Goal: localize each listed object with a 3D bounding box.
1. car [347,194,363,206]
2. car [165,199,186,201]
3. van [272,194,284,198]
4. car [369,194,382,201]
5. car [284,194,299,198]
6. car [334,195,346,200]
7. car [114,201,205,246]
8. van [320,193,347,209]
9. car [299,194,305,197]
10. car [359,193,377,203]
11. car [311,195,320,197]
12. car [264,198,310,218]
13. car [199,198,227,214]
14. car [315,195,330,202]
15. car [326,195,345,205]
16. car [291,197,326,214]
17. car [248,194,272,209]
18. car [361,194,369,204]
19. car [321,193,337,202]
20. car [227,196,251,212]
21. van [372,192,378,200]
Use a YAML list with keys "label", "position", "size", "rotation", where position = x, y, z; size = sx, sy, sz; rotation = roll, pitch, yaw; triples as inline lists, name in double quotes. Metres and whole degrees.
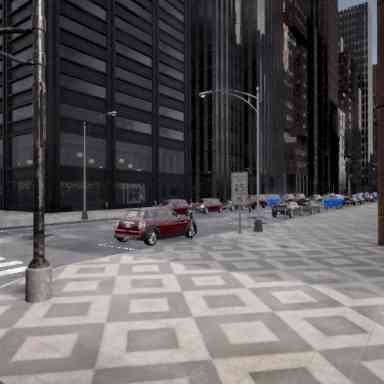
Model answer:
- label: "car"
  position: [24.704, 1.420, 51.646]
  size: [1.947, 1.339, 4.313]
  rotation: [0, 0, 36]
- label: "car"
  position: [-1.870, 1.396, 29.277]
  size: [1.967, 1.590, 4.097]
  rotation: [0, 0, 36]
- label: "van"
  position: [11.224, 1.247, 47.497]
  size: [1.690, 1.788, 3.998]
  rotation: [0, 0, 36]
- label: "car"
  position: [41.071, 1.247, 74.420]
  size: [1.967, 1.590, 4.097]
  rotation: [0, 0, 36]
- label: "car"
  position: [14.498, 1.210, 52.053]
  size: [2.192, 1.841, 5.009]
  rotation: [0, 0, 36]
- label: "car"
  position: [37.414, 1.396, 83.939]
  size: [1.947, 1.339, 4.313]
  rotation: [0, 0, 36]
- label: "car"
  position: [-1.483, 1.393, 15.208]
  size: [1.967, 1.590, 4.097]
  rotation: [0, 0, 36]
- label: "van"
  position: [18.157, 1.216, 42.536]
  size: [1.690, 1.788, 3.998]
  rotation: [0, 0, 36]
- label: "car"
  position: [17.771, 1.199, 56.607]
  size: [2.192, 1.841, 5.009]
  rotation: [0, 0, 36]
- label: "car"
  position: [34.525, 1.370, 65.311]
  size: [1.887, 1.381, 4.507]
  rotation: [0, 0, 36]
- label: "car"
  position: [24.319, 1.305, 65.719]
  size: [1.967, 1.590, 4.097]
  rotation: [0, 0, 36]
- label: "car"
  position: [8.337, 1.463, 28.872]
  size: [2.008, 1.369, 4.403]
  rotation: [0, 0, 36]
- label: "car"
  position: [1.404, 1.383, 33.832]
  size: [1.967, 1.590, 4.097]
  rotation: [0, 0, 36]
- label: "car"
  position: [27.593, 1.406, 70.274]
  size: [2.008, 1.369, 4.403]
  rotation: [0, 0, 36]
- label: "car"
  position: [23.805, 1.337, 54.958]
  size: [1.882, 1.535, 5.008]
  rotation: [0, 0, 35]
- label: "car"
  position: [11.611, 1.465, 33.427]
  size: [1.947, 1.339, 4.313]
  rotation: [0, 0, 36]
- label: "car"
  position: [7.951, 1.233, 42.943]
  size: [2.192, 1.841, 5.009]
  rotation: [0, 0, 36]
- label: "car"
  position: [27.978, 1.409, 56.201]
  size: [1.947, 1.339, 4.313]
  rotation: [0, 0, 36]
- label: "car"
  position: [30.866, 1.162, 74.829]
  size: [2.192, 1.841, 5.009]
  rotation: [0, 0, 36]
- label: "car"
  position: [4.678, 1.481, 38.388]
  size: [2.008, 1.369, 4.403]
  rotation: [0, 0, 36]
- label: "van"
  position: [37.797, 1.157, 69.865]
  size: [1.690, 1.788, 3.998]
  rotation: [0, 0, 36]
